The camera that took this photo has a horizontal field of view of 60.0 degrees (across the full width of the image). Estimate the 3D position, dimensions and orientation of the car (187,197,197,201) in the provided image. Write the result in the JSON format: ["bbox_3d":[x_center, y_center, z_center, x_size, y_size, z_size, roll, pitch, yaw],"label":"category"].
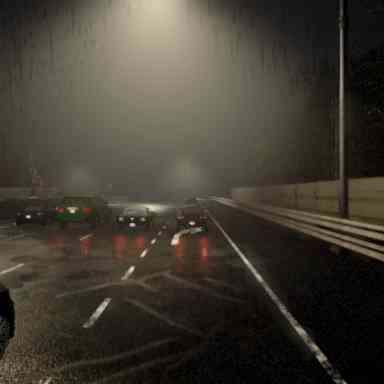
[{"bbox_3d":[0.007,1.604,66.928,1.994,1.385,4.181,0,0,0],"label":"car"}]

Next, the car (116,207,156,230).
[{"bbox_3d":[-3.394,1.589,21.170,1.895,1.301,4.718,0,0,0],"label":"car"}]

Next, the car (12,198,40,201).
[{"bbox_3d":[-21.067,1.525,43.626,1.812,1.442,4.674,0,0,0],"label":"car"}]

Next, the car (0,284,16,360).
[{"bbox_3d":[-3.398,1.490,2.756,2.128,1.511,4.902,0,0,0],"label":"car"}]

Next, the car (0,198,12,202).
[{"bbox_3d":[-24.550,1.549,45.191,2.033,1.411,5.357,0,0,1],"label":"car"}]

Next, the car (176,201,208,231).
[{"bbox_3d":[0.001,1.514,20.315,1.812,1.442,4.674,0,0,0],"label":"car"}]

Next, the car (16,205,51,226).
[{"bbox_3d":[-10.394,1.552,23.151,1.994,1.385,4.181,0,0,0],"label":"car"}]

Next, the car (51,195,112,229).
[{"bbox_3d":[-6.894,1.210,21.884,2.150,2.045,5.566,0,0,0],"label":"car"}]
